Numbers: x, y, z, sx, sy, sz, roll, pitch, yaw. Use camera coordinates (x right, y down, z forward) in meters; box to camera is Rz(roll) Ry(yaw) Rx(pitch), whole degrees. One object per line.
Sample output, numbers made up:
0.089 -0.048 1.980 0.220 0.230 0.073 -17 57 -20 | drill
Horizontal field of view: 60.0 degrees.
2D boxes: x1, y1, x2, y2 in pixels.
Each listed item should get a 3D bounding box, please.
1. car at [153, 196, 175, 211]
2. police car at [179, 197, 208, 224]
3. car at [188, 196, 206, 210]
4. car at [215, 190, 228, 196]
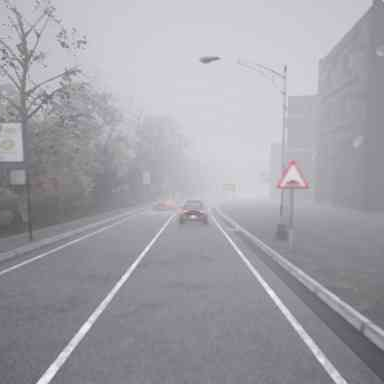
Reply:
-3.234 1.260 39.177 2.097 1.767 4.553 0 0 4 | car
0.106 1.431 24.565 2.038 1.542 4.974 0 1 0 | police car
0.694 1.384 42.824 1.882 1.535 5.008 0 0 5 | car
7.013 0.307 78.653 2.097 1.767 4.553 3 3 27 | car
